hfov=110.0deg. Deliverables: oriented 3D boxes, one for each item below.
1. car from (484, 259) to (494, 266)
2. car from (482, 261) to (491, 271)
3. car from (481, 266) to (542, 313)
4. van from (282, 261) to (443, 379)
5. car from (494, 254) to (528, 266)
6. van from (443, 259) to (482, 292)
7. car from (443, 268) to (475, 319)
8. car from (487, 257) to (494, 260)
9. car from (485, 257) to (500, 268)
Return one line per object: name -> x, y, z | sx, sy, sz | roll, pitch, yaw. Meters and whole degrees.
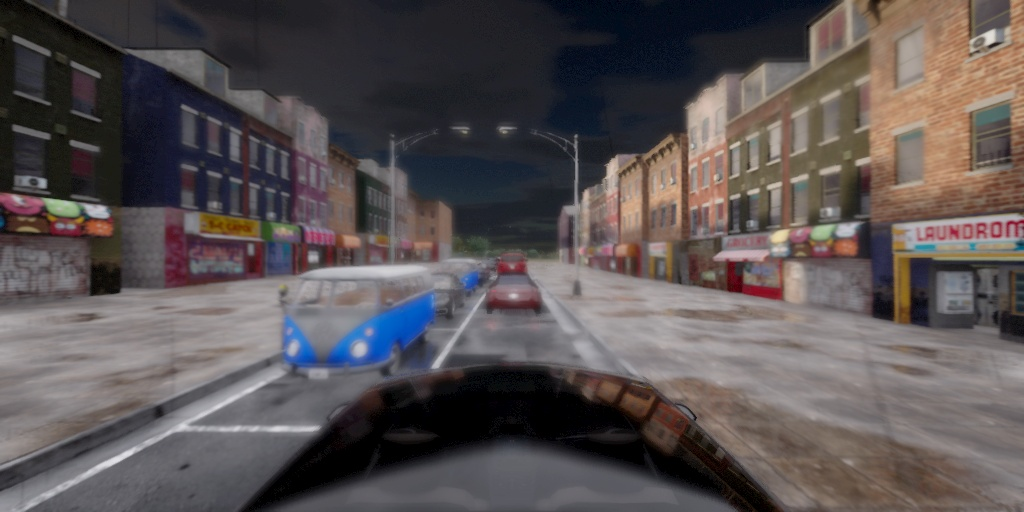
car -> -2.644, 1.161, 29.167 | 1.802, 1.307, 4.207 | 0, 0, 0
car -> -2.642, 1.203, 23.625 | 1.948, 1.339, 4.313 | 0, 0, 0
car -> 0.066, 1.276, 13.789 | 1.994, 1.385, 4.181 | 0, 0, 0
van -> -2.638, 1.082, 6.984 | 1.690, 1.789, 3.998 | 0, 0, 0
car -> 0.056, 0.822, 27.407 | 2.150, 2.045, 5.566 | 0, 1, 0
van -> -2.641, 1.025, 18.078 | 1.690, 1.789, 3.998 | 0, 0, 0
car -> -2.640, 1.270, 12.531 | 2.007, 1.370, 4.403 | 0, 0, 0
car -> -2.647, 1.035, 40.243 | 1.948, 1.339, 4.313 | 0, 0, 0
car -> -2.762, 0.892, 50.583 | 1.837, 1.490, 4.892 | 0, 0, 0
